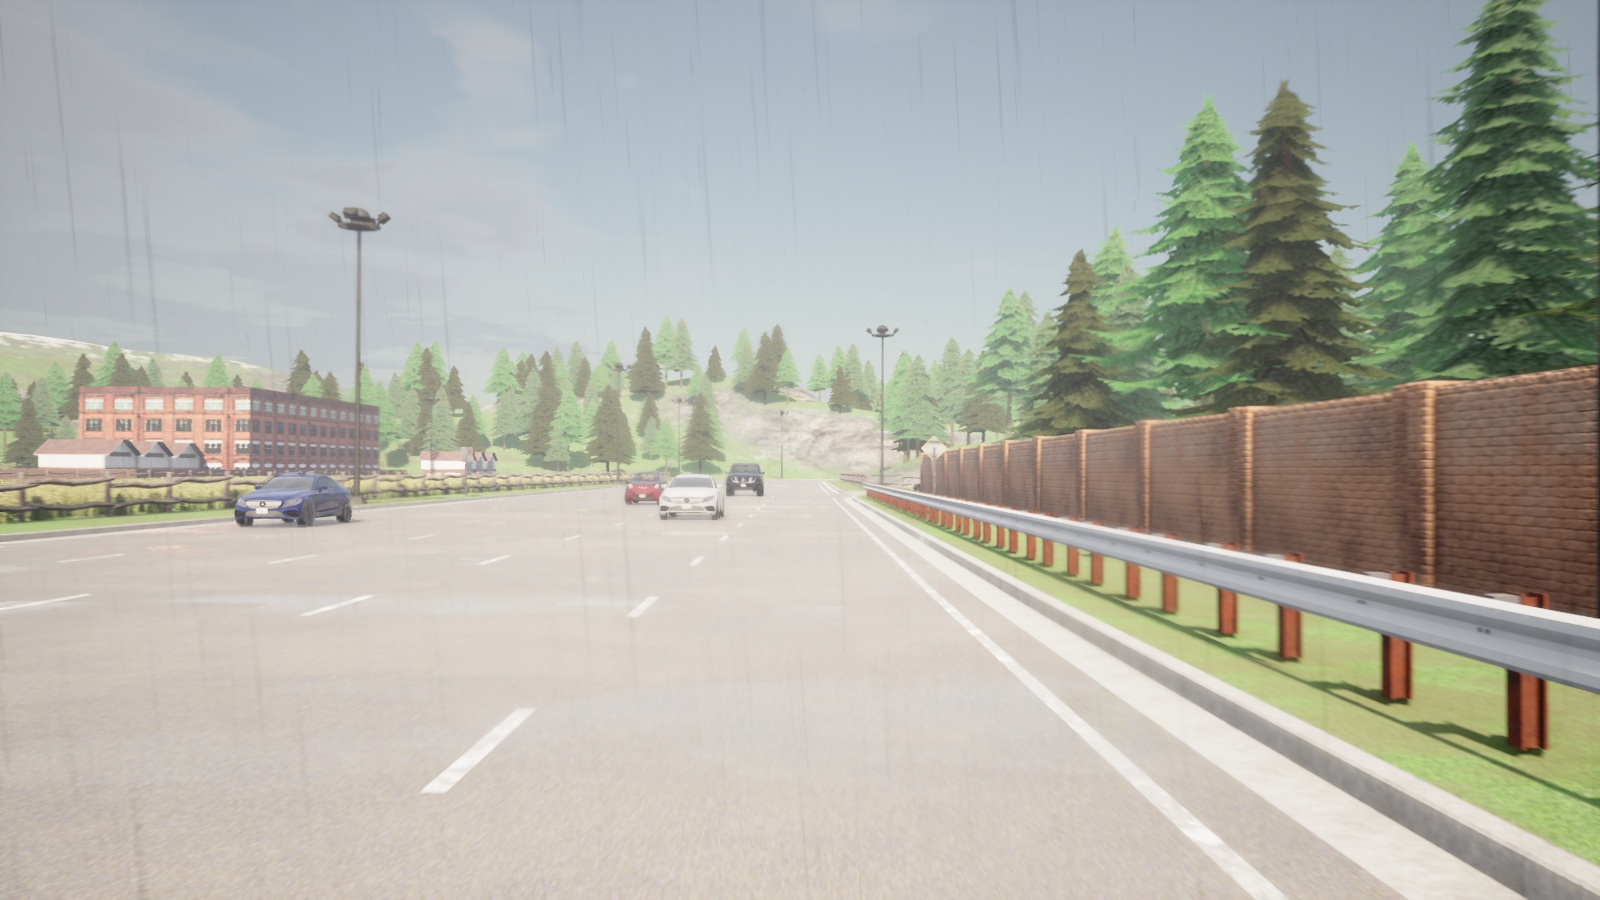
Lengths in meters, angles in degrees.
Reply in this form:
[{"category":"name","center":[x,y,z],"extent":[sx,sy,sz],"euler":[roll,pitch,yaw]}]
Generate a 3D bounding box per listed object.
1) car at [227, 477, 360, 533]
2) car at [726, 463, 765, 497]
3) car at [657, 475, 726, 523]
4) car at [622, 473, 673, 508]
[{"category":"car","center":[-13.972,1.480,34.968],"extent":[1.812,1.442,4.674],"euler":[0,-1,0]},{"category":"car","center":[-3.335,1.843,77.670],"extent":[2.150,2.045,5.566],"euler":[0,-1,0]},{"category":"car","center":[-3.454,1.534,40.765],"extent":[1.812,1.442,4.674],"euler":[0,-1,0]},{"category":"car","center":[-6.901,1.808,57.002],"extent":[1.845,1.501,3.633],"euler":[0,-1,0]}]
